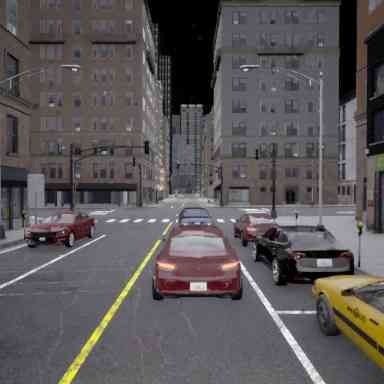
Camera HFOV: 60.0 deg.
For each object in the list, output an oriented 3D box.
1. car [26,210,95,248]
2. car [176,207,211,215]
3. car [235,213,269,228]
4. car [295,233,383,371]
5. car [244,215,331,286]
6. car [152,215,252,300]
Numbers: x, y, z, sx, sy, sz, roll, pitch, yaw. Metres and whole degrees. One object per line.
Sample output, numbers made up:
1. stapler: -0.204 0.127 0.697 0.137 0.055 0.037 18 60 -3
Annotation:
1. car: -5.676 1.540 14.849 1.887 1.381 4.507 -1 0 0
2. car: 0.136 1.542 18.253 2.033 1.411 5.357 0 0 -3
3. car: 2.869 1.577 14.850 1.802 1.307 4.206 -1 0 0
4. car: 2.866 1.524 3.848 1.752 1.417 4.829 -1 0 0
5. car: 2.868 1.563 9.264 1.947 1.339 4.313 -1 0 0
6. car: 0.100 1.523 8.233 1.812 1.442 4.674 0 0 0
